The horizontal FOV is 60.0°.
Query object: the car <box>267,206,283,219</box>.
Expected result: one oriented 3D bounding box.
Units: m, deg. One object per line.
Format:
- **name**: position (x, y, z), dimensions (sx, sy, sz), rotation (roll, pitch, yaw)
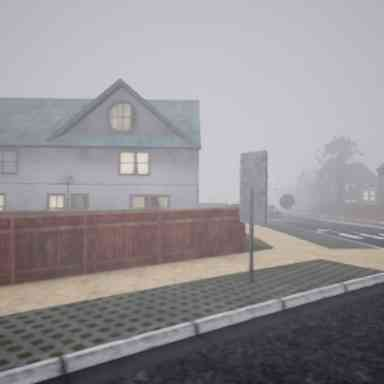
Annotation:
- **car**: position (8.795, 2.267, 38.015), dimensions (2.033, 1.411, 5.357), rotation (1, -1, -1)
